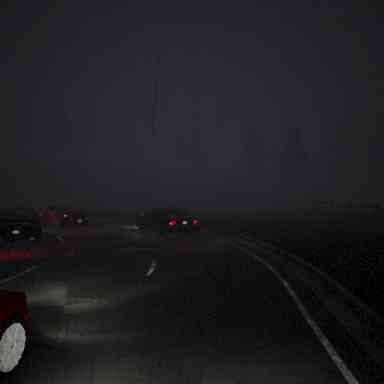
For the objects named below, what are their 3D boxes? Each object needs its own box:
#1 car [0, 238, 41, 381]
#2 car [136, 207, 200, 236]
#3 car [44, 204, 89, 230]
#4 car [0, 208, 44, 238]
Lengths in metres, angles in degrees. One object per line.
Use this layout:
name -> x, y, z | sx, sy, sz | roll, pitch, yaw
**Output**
car -> -3.151, 1.473, 2.466 | 1.882, 1.535, 5.008 | 0, 0, 2
car -> -1.503, 1.539, 18.364 | 2.033, 1.411, 5.357 | 0, 0, -27
car -> -8.325, 1.507, 21.215 | 4.674, 1.442, 1.812 | 0, -1, 43
car -> -8.170, 1.461, 15.615 | 1.882, 1.535, 5.008 | 1, 0, -26
